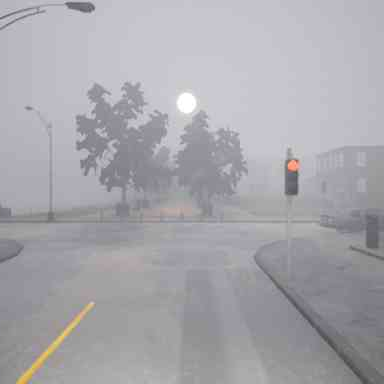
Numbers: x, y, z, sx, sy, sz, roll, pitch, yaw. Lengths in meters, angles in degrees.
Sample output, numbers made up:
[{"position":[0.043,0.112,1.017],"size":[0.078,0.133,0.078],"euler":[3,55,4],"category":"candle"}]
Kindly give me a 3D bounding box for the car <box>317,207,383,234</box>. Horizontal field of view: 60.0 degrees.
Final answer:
[{"position":[9.899,1.553,18.575],"size":[5.357,1.411,2.033],"euler":[0,0,0],"category":"car"}]
